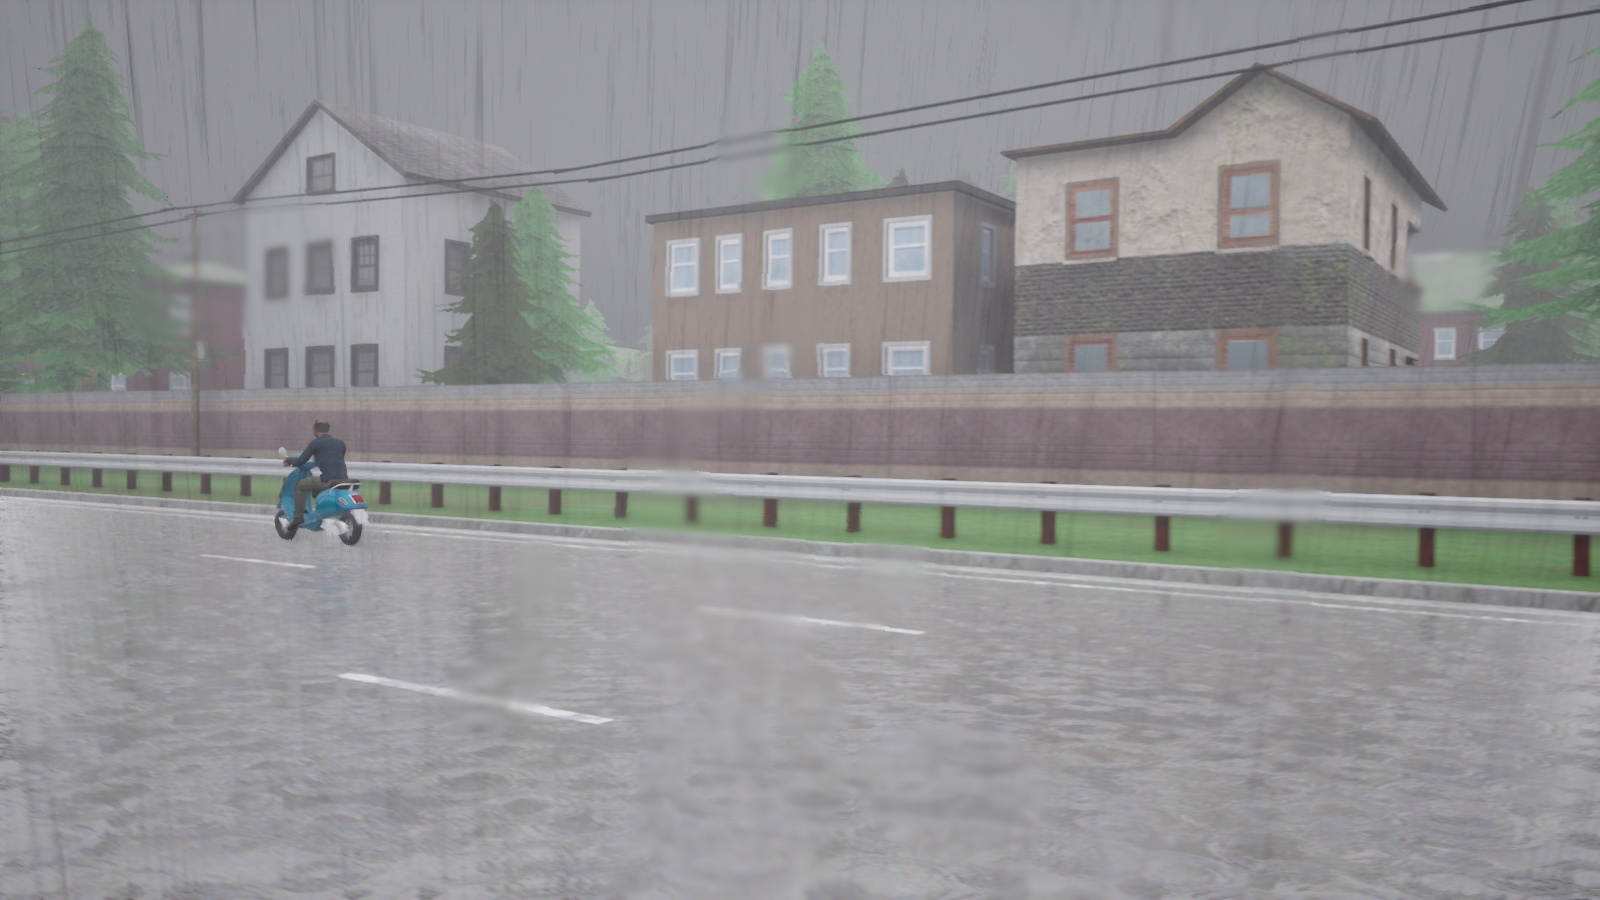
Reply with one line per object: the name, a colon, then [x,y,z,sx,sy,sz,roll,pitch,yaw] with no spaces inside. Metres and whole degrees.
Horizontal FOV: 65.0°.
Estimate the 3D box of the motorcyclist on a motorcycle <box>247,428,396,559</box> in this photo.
motorcyclist on a motorcycle: [-6.150,0.521,16.112,1.817,1.590,0.866,0,1,34]
